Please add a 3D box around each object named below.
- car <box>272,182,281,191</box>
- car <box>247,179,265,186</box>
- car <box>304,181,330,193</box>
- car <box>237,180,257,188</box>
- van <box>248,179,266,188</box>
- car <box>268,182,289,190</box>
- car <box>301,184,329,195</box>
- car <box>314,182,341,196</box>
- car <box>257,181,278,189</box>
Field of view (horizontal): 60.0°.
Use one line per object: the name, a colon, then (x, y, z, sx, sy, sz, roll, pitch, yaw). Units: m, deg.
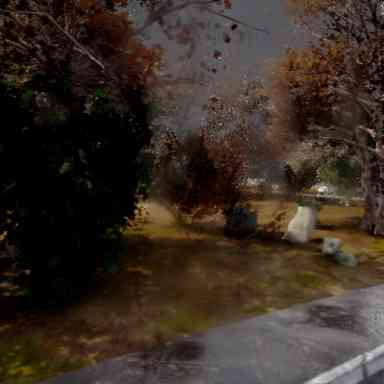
car: (15.045, -0.780, 55.606, 1.946, 1.575, 5.366, 6, 4, 45)
car: (11.038, -1.192, 59.602, 1.946, 1.575, 5.366, 6, 4, 45)
car: (24.463, -0.956, 64.990, 2.435, 2.045, 5.566, 6, 4, 45)
car: (12.698, -1.860, 76.686, 2.097, 1.535, 5.008, 5, 3, 45)
van: (14.598, -1.904, 74.633, 1.878, 1.987, 4.442, 5, 3, 44)
car: (18.491, -1.284, 70.943, 2.163, 1.488, 4.792, 6, 4, 45)
car: (19.228, -0.372, 51.959, 1.946, 1.575, 5.366, 6, 4, 45)
car: (21.092, -0.418, 49.881, 2.435, 2.045, 5.566, 6, 4, 45)
car: (16.626, -1.465, 72.802, 2.163, 1.488, 4.792, 5, 3, 45)
